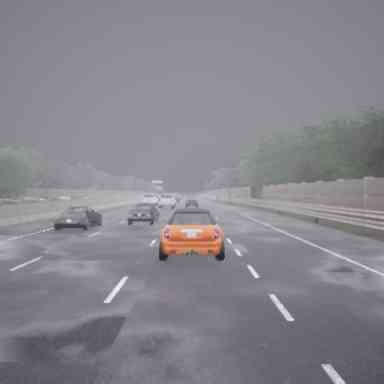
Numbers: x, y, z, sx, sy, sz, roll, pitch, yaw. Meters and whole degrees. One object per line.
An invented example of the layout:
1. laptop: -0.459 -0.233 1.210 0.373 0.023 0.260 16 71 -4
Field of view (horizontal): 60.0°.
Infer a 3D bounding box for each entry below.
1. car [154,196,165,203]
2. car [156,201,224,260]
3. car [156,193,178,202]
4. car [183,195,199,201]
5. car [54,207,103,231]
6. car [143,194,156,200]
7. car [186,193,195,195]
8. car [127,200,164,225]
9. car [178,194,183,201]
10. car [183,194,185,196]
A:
1. car: -7.034 1.658 72.653 1.812 1.442 4.674 0 0 0
2. car: -0.006 1.385 12.648 2.097 1.767 4.553 0 0 0
3. car: -3.522 1.306 47.985 2.150 2.045 5.566 0 0 0
4. car: -0.022 1.592 48.683 1.837 1.490 4.892 0 0 0
5. car: -7.009 1.612 20.934 1.994 1.385 4.181 0 0 0
6. car: -7.027 1.321 56.229 2.150 2.045 5.566 0 0 0
7. car: -0.034 1.634 72.709 1.837 1.490 4.892 0 0 0
8. car: -3.511 1.600 24.687 2.033 1.411 5.357 0 0 0
9. car: -3.534 1.729 72.722 1.895 1.301 4.718 0 0 0
10. car: -3.543 1.775 92.672 1.895 1.301 4.718 0 0 0
